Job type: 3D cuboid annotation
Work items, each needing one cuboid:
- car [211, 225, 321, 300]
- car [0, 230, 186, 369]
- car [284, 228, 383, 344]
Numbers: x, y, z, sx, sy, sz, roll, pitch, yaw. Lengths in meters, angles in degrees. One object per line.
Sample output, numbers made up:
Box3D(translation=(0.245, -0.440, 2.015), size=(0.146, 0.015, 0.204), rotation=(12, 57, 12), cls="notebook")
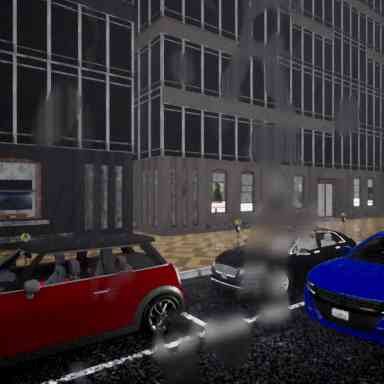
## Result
Box3D(translation=(2.456, 1.551, 8.312), size=(4.403, 1.369, 2.008), rotation=(0, 0, -35), cls="car")
Box3D(translation=(-2.178, 1.440, 5.007), size=(4.097, 1.590, 1.967), rotation=(0, 0, -35), cls="car")
Box3D(translation=(4.163, 1.477, 6.224), size=(5.008, 1.535, 1.882), rotation=(0, 0, -36), cls="car")
